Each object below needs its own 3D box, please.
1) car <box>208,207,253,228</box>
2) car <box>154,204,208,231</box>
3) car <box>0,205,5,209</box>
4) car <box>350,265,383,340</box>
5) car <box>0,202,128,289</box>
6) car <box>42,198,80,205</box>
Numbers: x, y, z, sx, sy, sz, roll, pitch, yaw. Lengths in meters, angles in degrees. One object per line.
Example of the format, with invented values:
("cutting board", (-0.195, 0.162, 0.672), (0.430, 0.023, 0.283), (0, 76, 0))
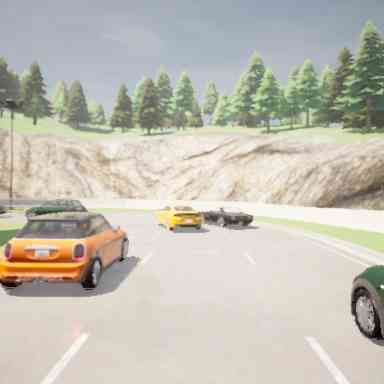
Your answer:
("car", (2.107, 1.640, 22.815), (1.895, 1.301, 4.718), (1, 0, -25))
("car", (-0.973, 1.492, 20.948), (1.882, 1.535, 5.008), (1, 0, -19))
("car", (-18.365, 1.437, 27.450), (5.357, 1.411, 2.033), (0, 0, -24))
("car", (3.711, 1.384, 3.769), (2.097, 1.767, 4.553), (0, 0, 0))
("car", (-3.201, 1.339, 9.320), (2.097, 1.767, 4.553), (0, 0, 1))
("car", (-9.981, 1.302, 24.476), (4.553, 1.767, 2.097), (0, 0, 23))
